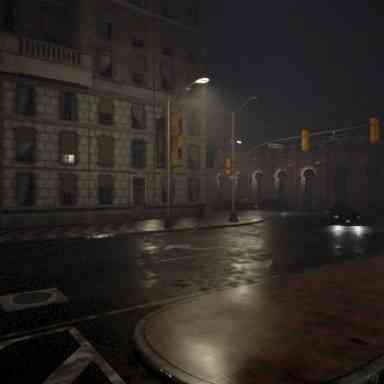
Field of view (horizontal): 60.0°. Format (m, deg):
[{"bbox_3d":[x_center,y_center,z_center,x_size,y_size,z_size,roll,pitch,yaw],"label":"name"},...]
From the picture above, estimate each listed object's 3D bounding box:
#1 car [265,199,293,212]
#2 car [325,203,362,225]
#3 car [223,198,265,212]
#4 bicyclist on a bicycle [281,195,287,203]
[{"bbox_3d":[9.788,1.526,39.721,1.812,1.442,4.674,0,0,-36],"label":"car"},{"bbox_3d":[10.998,1.547,24.453,2.033,1.411,5.357,0,0,16],"label":"car"},{"bbox_3d":[5.759,1.492,39.321,2.128,1.511,4.902,0,0,-36],"label":"car"},{"bbox_3d":[15.528,1.301,56.489,1.656,1.620,0.582,0,0,-36],"label":"bicyclist on a bicycle"}]
